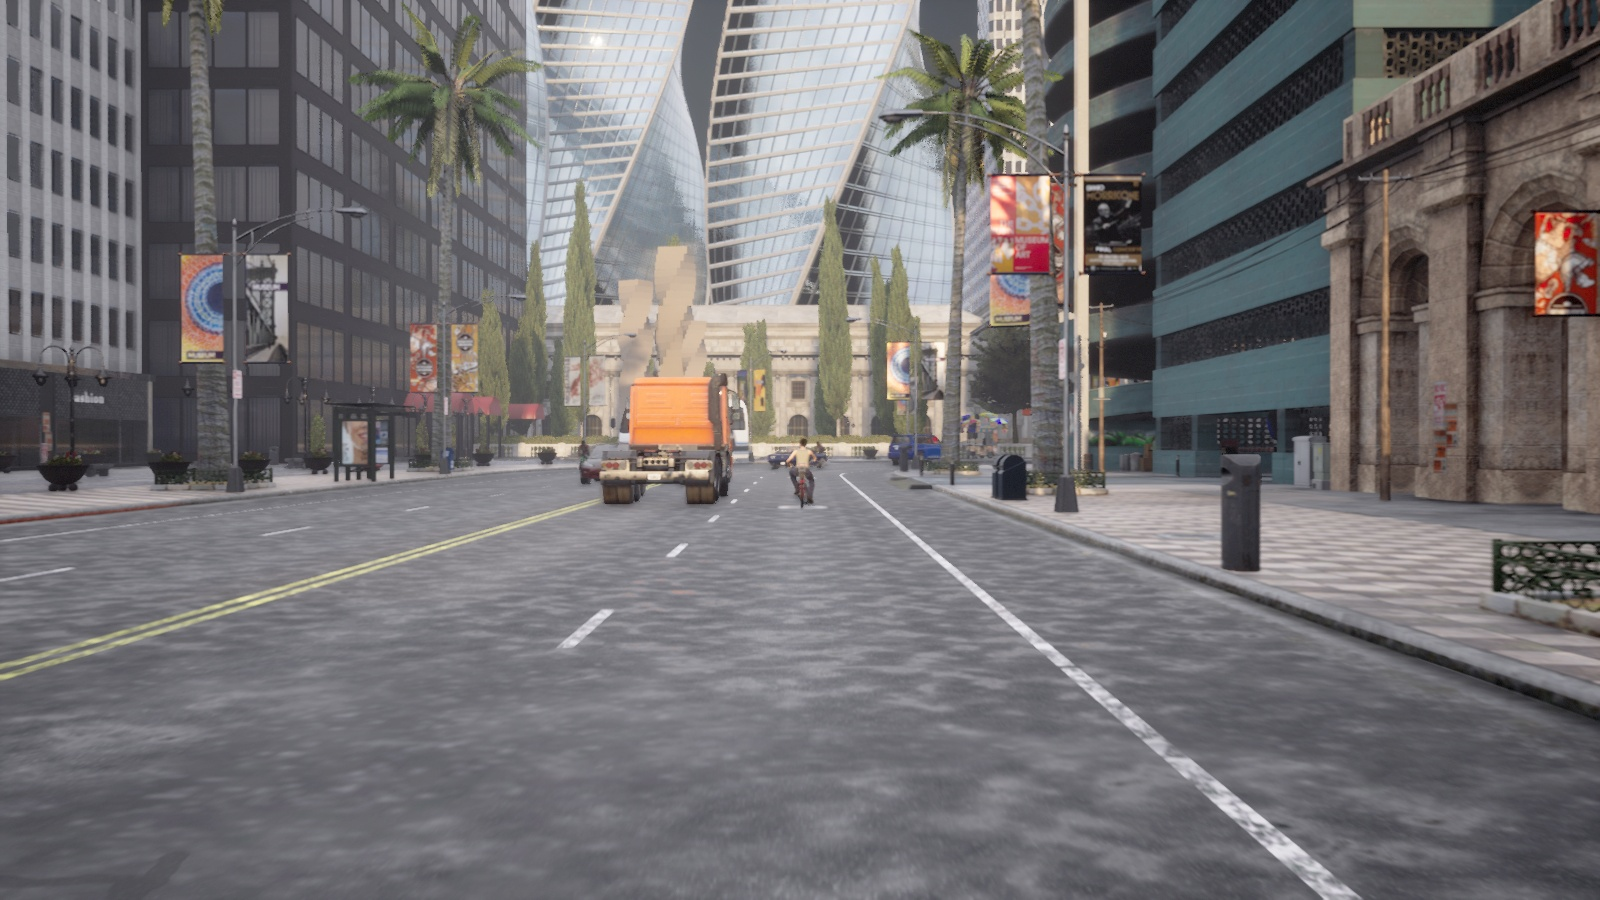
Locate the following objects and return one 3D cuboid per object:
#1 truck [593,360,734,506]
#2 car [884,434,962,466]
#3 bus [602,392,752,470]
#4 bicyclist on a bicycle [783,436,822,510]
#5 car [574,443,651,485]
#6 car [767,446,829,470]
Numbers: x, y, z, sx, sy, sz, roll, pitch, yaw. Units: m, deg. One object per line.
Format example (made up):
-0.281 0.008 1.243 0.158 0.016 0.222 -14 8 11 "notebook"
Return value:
-3.429 -0.427 33.608 2.891 3.462 7.936 0 0 0 "truck"
8.222 0.001 83.506 2.150 2.045 5.566 0 0 44 "car"
-6.958 -1.049 73.503 3.944 4.253 10.273 0 0 26 "bus"
0.062 0.517 29.099 0.866 1.612 1.509 0 3 1 "bicyclist on a bicycle"
-6.911 0.478 46.760 2.163 1.488 4.792 0 0 0 "car"
-0.053 0.443 71.744 1.895 1.301 4.718 0 0 22 "car"
